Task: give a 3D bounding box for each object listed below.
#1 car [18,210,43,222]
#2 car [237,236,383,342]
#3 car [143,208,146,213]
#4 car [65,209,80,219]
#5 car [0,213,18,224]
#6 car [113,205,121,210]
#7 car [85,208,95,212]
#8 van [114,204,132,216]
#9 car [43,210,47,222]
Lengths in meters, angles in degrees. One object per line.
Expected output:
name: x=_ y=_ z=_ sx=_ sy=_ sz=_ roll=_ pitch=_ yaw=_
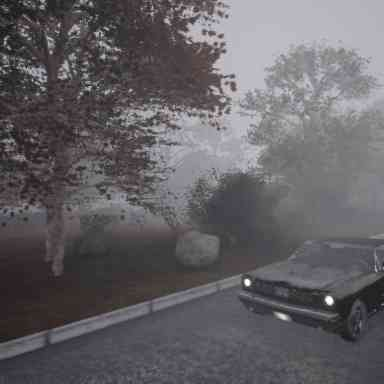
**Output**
car: x=-20.905 y=3.079 z=41.416 sx=2.097 sy=1.535 sz=5.008 roll=0 pitch=-1 yaw=-44
car: x=3.010 y=1.634 z=6.744 sx=4.718 sy=1.301 sz=1.895 roll=0 pitch=-1 yaw=-44
car: x=-6.975 y=3.002 z=54.961 sx=2.163 sy=1.488 sz=4.792 roll=0 pitch=-1 yaw=-44
car: x=-16.923 y=3.087 z=45.285 sx=2.002 sy=1.452 sz=4.674 roll=0 pitch=-1 yaw=-44
car: x=-22.906 y=3.096 z=39.494 sx=2.231 sy=1.521 sz=4.892 roll=0 pitch=-1 yaw=-44
car: x=-12.936 y=3.056 z=49.149 sx=2.002 sy=1.452 sz=4.674 roll=0 pitch=-1 yaw=-44
car: x=-14.932 y=3.031 z=47.218 sx=2.097 sy=1.535 sz=5.008 roll=0 pitch=-1 yaw=-44
van: x=-10.864 y=2.773 z=50.997 sx=1.878 sy=1.987 sz=4.442 roll=0 pitch=-1 yaw=-44
car: x=-18.896 y=2.937 z=43.331 sx=2.185 sy=1.767 sz=4.553 roll=0 pitch=-1 yaw=-44
